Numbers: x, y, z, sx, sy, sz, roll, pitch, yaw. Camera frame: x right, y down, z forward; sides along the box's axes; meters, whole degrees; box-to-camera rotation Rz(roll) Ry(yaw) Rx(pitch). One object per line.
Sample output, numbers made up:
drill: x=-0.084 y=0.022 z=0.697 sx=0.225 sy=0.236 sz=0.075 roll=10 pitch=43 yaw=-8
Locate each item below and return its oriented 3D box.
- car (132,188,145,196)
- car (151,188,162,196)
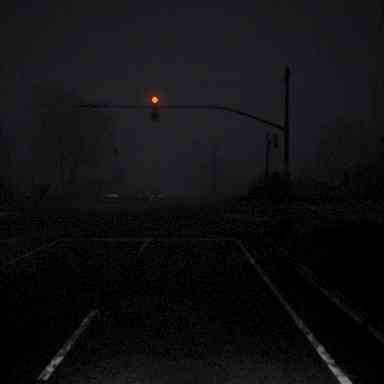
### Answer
car: x=-10.393 y=-0.023 z=65.021 sx=1.882 sy=1.535 sz=5.008 roll=0 pitch=-1 yaw=1
car: x=-6.896 y=0.003 z=65.073 sx=1.837 sy=1.490 sz=4.892 roll=0 pitch=0 yaw=1
